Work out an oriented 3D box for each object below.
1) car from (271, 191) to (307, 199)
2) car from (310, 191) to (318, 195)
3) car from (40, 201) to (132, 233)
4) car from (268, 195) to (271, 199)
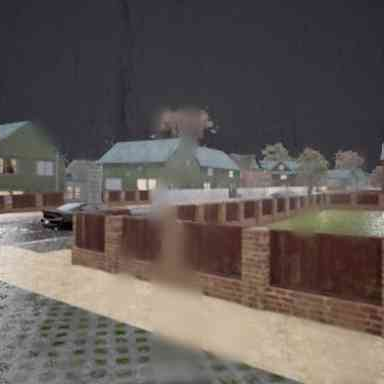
[{"bbox_3d":[12.411,0.706,42.346,2.033,1.411,5.357,3,3,35],"label":"car"},{"bbox_3d":[17.898,0.508,50.213,1.812,1.442,4.674,3,3,35],"label":"car"},{"bbox_3d":[-5.280,1.182,17.363,1.882,1.535,5.008,3,2,35],"label":"car"},{"bbox_3d":[12.767,0.520,47.710,2.033,1.411,5.357,3,3,35],"label":"car"}]
